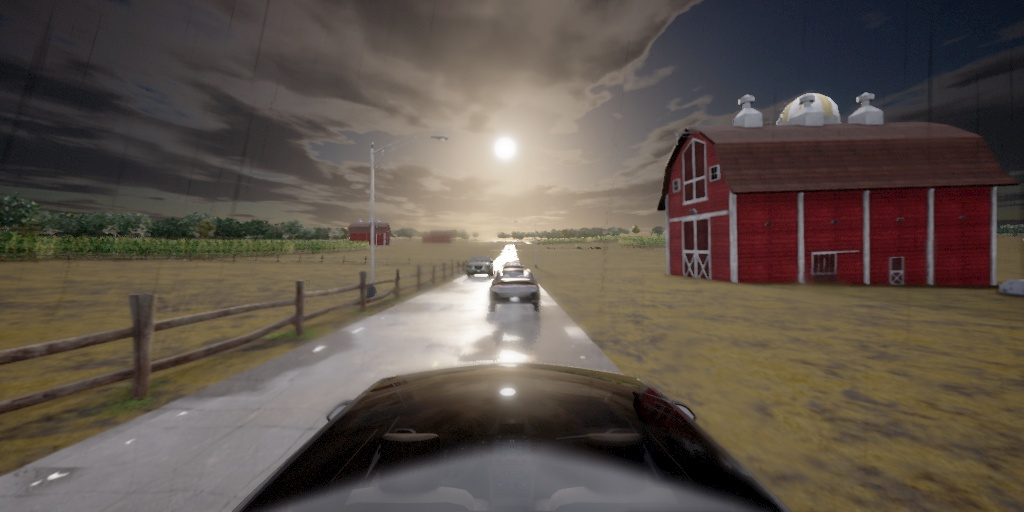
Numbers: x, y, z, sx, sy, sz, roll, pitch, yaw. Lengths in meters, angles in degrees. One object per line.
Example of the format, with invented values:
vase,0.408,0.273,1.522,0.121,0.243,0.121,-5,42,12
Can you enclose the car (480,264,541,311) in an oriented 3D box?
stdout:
car,0.099,1.233,14.378,2.128,1.511,4.902,0,0,0

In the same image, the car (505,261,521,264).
car,0.099,1.201,32.778,1.882,1.535,5.008,0,0,0

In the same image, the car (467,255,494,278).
car,-2.823,0.944,33.180,2.150,2.045,5.566,0,0,0
